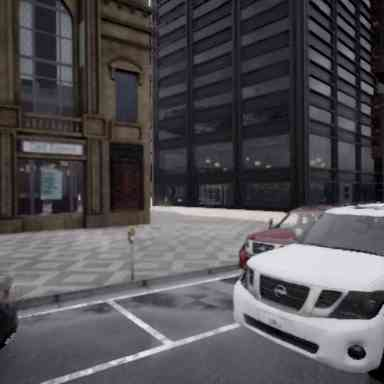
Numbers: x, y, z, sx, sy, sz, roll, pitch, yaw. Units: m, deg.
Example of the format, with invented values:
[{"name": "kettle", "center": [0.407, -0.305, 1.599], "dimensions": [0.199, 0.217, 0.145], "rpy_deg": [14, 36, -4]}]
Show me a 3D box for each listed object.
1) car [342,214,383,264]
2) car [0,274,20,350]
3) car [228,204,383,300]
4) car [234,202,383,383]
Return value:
[{"name": "car", "center": [7.600, 1.576, 12.082], "dimensions": [4.507, 1.381, 1.887], "rpy_deg": [0, -1, -35]}, {"name": "car", "center": [-4.334, 1.548, 3.569], "dimensions": [4.403, 1.369, 2.008], "rpy_deg": [0, -1, -35]}, {"name": "car", "center": [3.620, 1.335, 9.247], "dimensions": [5.009, 1.841, 2.192], "rpy_deg": [0, -1, -35]}, {"name": "car", "center": [3.278, 1.233, 5.704], "dimensions": [5.566, 2.045, 2.150], "rpy_deg": [0, 0, -35]}]
